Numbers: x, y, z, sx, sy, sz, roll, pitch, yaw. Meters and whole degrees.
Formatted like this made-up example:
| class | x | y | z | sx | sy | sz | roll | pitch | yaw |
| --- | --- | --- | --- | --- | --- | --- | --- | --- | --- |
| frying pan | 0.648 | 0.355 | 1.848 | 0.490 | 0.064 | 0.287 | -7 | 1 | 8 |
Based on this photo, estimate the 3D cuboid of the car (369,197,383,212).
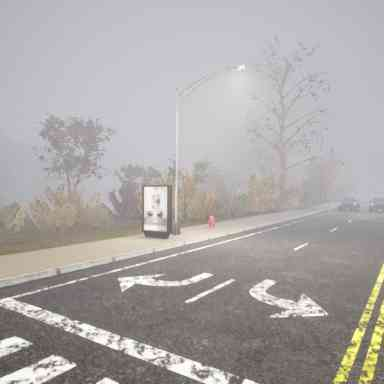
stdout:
| class | x | y | z | sx | sy | sz | roll | pitch | yaw |
| --- | --- | --- | --- | --- | --- | --- | --- | --- | --- |
| car | 21.536 | 1.392 | 38.056 | 2.097 | 1.767 | 4.553 | 0 | 0 | 31 |

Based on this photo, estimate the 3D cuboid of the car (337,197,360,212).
| class | x | y | z | sx | sy | sz | roll | pitch | yaw |
| --- | --- | --- | --- | --- | --- | --- | --- | --- | --- |
| car | 18.736 | 1.389 | 39.706 | 2.097 | 1.767 | 4.553 | 0 | 0 | 31 |
